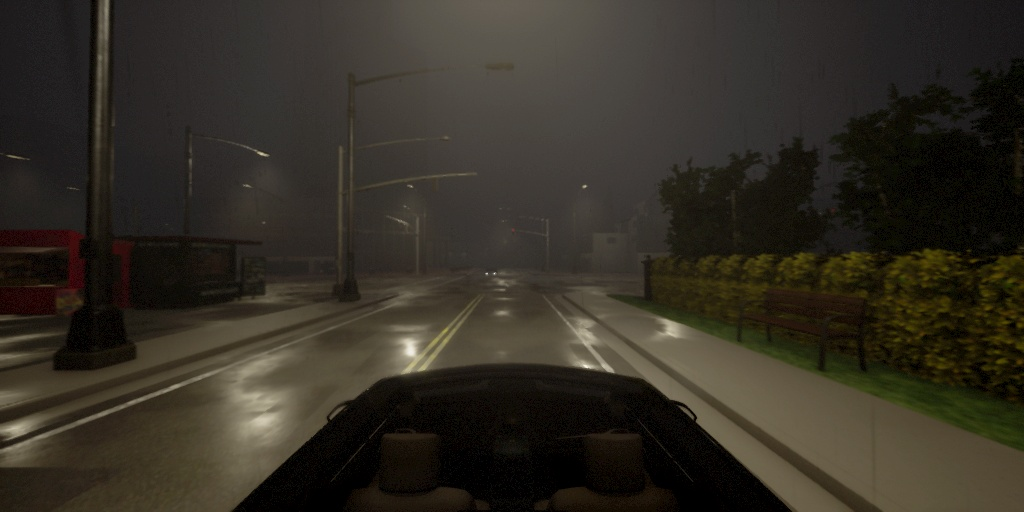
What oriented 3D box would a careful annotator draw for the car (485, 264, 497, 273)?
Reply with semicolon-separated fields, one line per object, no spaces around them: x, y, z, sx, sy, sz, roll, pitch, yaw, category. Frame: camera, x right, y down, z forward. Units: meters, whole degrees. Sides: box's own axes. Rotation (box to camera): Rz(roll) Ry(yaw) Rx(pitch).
-3.473;2.068;60.457;2.033;1.411;5.357;0;-1;0;car
